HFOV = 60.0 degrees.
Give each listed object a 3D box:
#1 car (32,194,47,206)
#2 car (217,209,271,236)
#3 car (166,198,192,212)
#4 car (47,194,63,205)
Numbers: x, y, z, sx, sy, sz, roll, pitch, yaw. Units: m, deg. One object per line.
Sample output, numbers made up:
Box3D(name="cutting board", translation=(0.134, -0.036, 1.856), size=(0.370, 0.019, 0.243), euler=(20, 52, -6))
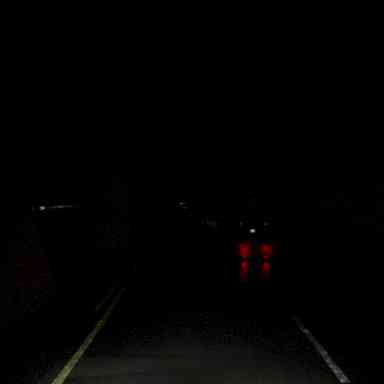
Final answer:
Box3D(name="car", translation=(-21.606, 1.070, 44.562), size=(1.882, 1.535, 5.008), euler=(1, 0, -42))
Box3D(name="car", translation=(2.713, 1.602, 18.588), size=(1.895, 1.301, 4.718), euler=(1, 0, -7))
Box3D(name="car", translation=(-1.481, 1.395, 36.368), size=(2.128, 1.511, 4.902), euler=(1, 0, -18))
Box3D(name="car", translation=(-20.456, 1.094, 48.441), size=(4.902, 1.511, 2.128), euler=(1, 0, 45))
